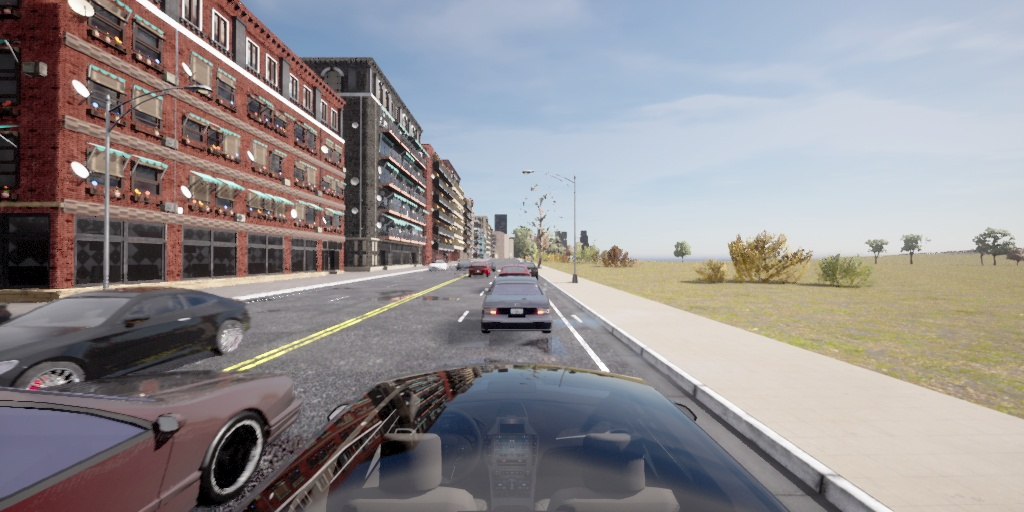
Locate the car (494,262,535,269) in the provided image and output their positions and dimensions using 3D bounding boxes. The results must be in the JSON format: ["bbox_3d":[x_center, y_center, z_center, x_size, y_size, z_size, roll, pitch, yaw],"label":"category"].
[{"bbox_3d":[0.143,1.230,21.170,1.882,1.535,5.008,0,0,0],"label":"car"}]

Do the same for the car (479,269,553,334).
[{"bbox_3d":[0.117,1.298,10.630,2.033,1.411,5.357,0,0,0],"label":"car"}]

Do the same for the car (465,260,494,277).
[{"bbox_3d":[-3.079,1.229,35.112,1.882,1.535,5.008,0,0,0],"label":"car"}]

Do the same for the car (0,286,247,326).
[{"bbox_3d":[-6.581,1.276,5.985,1.812,1.442,4.674,0,0,0],"label":"car"}]

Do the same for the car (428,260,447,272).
[{"bbox_3d":[-9.751,1.276,47.466,1.812,1.442,4.674,0,0,0],"label":"car"}]

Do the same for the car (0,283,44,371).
[{"bbox_3d":[-9.847,1.255,4.386,1.837,1.490,4.892,0,0,0],"label":"car"}]

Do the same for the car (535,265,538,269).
[{"bbox_3d":[1.198,1.230,30.607,1.882,1.535,5.008,0,0,0],"label":"car"}]

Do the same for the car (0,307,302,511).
[{"bbox_3d":[-3.157,1.297,1.319,2.033,1.411,5.357,0,0,0],"label":"car"}]

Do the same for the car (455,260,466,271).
[{"bbox_3d":[-6.486,1.276,49.079,1.812,1.442,4.674,0,0,0],"label":"car"}]
